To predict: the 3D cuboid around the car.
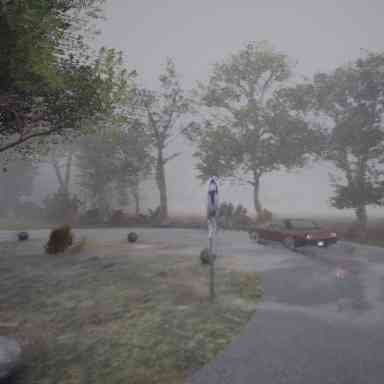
[{"bbox_3d":[4.542,1.900,15.791,1.895,1.301,4.718,0,-1,-20],"label":"car"}]
